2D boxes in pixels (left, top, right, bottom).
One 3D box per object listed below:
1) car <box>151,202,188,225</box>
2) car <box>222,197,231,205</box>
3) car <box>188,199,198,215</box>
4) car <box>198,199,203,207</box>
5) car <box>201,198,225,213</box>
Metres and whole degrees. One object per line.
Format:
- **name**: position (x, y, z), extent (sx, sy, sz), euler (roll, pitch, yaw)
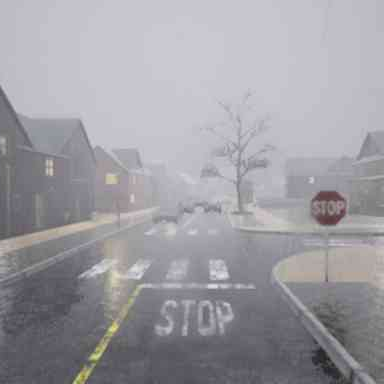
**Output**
- **car**: position (-1.739, 1.627, 25.399), extent (2.033, 1.411, 5.357), euler (0, 0, 4)
- **car**: position (6.753, 1.699, 66.475), extent (1.882, 1.535, 5.008), euler (0, 0, 11)
- **car**: position (-0.747, 1.713, 35.977), extent (1.895, 1.301, 4.718), euler (0, 0, 6)
- **car**: position (1.196, 1.762, 50.736), extent (1.895, 1.301, 4.718), euler (0, 0, 9)
- **car**: position (2.507, 1.727, 38.767), extent (1.895, 1.301, 4.718), euler (0, 0, 7)
